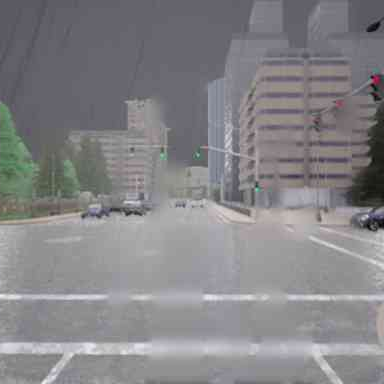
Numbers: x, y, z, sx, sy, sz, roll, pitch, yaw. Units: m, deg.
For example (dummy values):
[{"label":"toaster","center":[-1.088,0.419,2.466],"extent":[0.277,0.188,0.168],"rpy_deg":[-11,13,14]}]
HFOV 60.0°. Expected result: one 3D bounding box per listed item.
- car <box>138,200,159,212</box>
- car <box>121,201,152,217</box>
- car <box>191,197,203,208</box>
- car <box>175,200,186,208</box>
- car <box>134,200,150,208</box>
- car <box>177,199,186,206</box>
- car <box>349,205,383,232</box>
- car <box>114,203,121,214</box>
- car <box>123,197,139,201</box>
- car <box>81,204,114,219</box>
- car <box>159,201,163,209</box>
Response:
[{"label":"car","center":[-6.242,2.165,47.472],"extent":[1.994,1.385,4.181],"rpy_deg":[0,-1,0]},{"label":"car","center":[-6.334,2.032,38.266],"extent":[2.033,1.411,5.357],"rpy_deg":[0,-1,1]},{"label":"car","center":[1.022,2.043,64.913],"extent":[2.150,2.045,5.566],"rpy_deg":[0,-1,1]},{"label":"car","center":[-2.364,2.403,66.324],"extent":[1.994,1.385,4.181],"rpy_deg":[0,-1,1]},{"label":"car","center":[-9.526,2.297,63.678],"extent":[2.128,1.511,4.902],"rpy_deg":[0,-1,1]},{"label":"car","center":[-2.379,2.430,75.280],"extent":[1.882,1.535,5.008],"rpy_deg":[0,-1,1]},{"label":"car","center":[12.942,1.632,22.068],"extent":[4.553,1.767,2.097],"rpy_deg":[0,-1,1]},{"label":"car","center":[-9.783,2.152,43.487],"extent":[1.895,1.301,4.718],"rpy_deg":[0,-1,1]},{"label":"car","center":[-9.672,1.898,53.450],"extent":[2.150,2.045,5.566],"rpy_deg":[0,-1,1]},{"label":"car","center":[-9.855,1.961,34.388],"extent":[1.812,1.442,4.674],"rpy_deg":[0,-1,1]},{"label":"car","center":[-6.119,2.211,57.930],"extent":[1.882,1.535,5.008],"rpy_deg":[0,-1,0]}]
